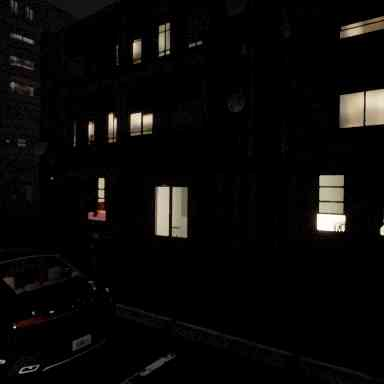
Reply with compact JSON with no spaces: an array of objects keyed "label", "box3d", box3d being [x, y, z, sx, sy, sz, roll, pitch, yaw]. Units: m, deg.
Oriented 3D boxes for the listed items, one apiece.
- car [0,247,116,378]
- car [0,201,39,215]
[{"label":"car","box3d":[-3.084,1.549,5.215,4.403,1.369,2.008,0,1,36]},{"label":"car","box3d":[-19.680,1.683,36.705,2.033,1.411,5.357,1,0,36]}]
